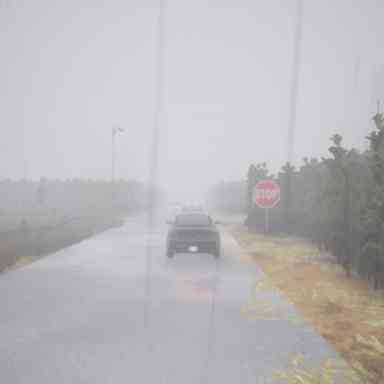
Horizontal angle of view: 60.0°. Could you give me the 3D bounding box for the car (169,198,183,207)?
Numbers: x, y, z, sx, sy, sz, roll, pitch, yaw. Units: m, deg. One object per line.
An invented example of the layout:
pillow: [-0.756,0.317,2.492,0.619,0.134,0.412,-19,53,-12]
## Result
car: [-3.158,1.890,60.378,1.837,1.490,4.892,0,-1,0]

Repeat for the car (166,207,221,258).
car: [0.058,1.551,12.924,1.837,1.490,4.892,0,0,0]

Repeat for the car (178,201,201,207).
car: [0.045,1.748,28.193,1.895,1.301,4.718,-1,0,0]

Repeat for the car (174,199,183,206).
car: [-3.120,2.263,75.592,1.882,1.535,5.008,0,-1,0]
